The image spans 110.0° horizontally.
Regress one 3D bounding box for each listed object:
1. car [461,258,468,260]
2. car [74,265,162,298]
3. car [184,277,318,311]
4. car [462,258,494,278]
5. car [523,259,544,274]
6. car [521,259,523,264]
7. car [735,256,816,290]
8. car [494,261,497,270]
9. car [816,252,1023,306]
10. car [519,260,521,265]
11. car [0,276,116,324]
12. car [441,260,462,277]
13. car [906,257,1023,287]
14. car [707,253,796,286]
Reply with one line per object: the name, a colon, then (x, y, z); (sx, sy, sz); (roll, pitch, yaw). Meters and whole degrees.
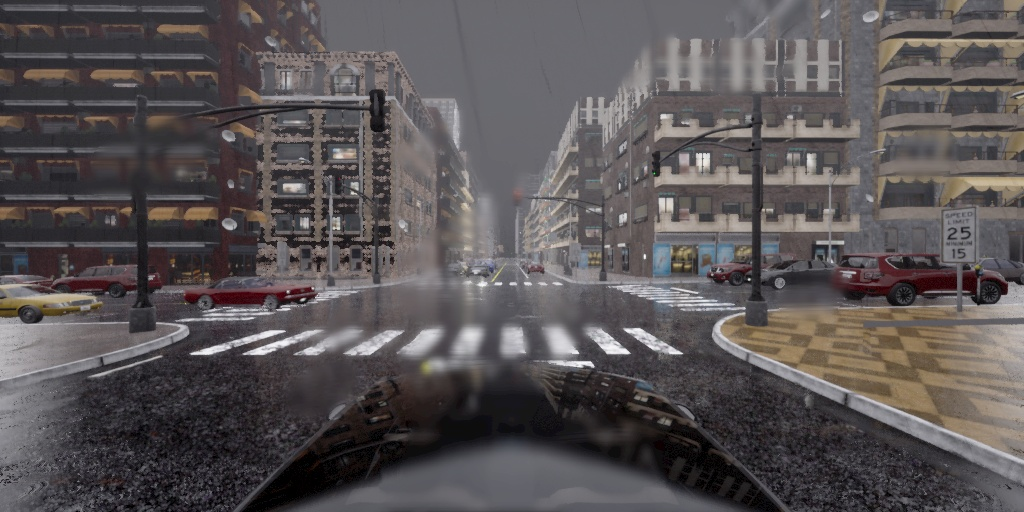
car: (-5.769, 1.284, 40.666); (1.751, 1.417, 4.829); (0, 0, 0)
car: (-23.638, 1.462, 21.088); (5.009, 1.841, 2.192); (0, 0, -1)
car: (-10.813, 1.527, 15.050); (4.718, 1.301, 1.895); (-1, 0, 7)
car: (-3.165, 1.247, 34.029); (2.128, 1.511, 4.902); (0, 0, 0)
car: (2.611, 1.198, 40.855); (1.967, 1.591, 4.097); (0, 0, 0)
car: (2.600, 1.200, 46.537); (1.967, 1.591, 4.097); (0, 0, 0)
car: (14.936, 0.947, 18.944); (4.892, 1.490, 1.837); (-1, 0, -1)
car: (-3.185, 1.237, 44.224); (1.882, 1.535, 5.008); (0, 0, 0)
car: (14.687, 0.775, 13.151); (5.009, 1.841, 2.192); (0, 0, -1)
car: (2.577, 1.349, 57.902); (1.802, 1.307, 4.207); (0, 0, 0)
car: (-17.652, 1.585, 12.804); (4.829, 1.417, 1.751); (0, 0, -1)
car: (-5.757, 1.322, 35.154); (1.948, 1.339, 4.313); (0, 0, 0)
car: (24.727, 0.807, 19.052); (5.357, 1.411, 2.033); (-1, 0, -1)
car: (14.536, 0.759, 21.530); (5.009, 1.841, 2.192); (0, 0, -1)
